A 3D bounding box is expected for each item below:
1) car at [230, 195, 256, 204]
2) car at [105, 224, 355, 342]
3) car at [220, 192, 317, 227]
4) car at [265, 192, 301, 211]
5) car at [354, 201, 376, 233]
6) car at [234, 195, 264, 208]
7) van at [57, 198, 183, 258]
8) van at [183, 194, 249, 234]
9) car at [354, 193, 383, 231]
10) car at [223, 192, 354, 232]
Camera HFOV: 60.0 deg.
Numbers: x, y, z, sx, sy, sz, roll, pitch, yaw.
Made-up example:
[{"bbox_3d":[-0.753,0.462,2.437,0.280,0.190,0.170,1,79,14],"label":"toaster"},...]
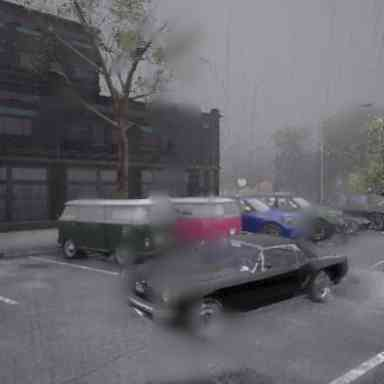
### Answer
[{"bbox_3d":[9.144,1.260,60.050,1.837,1.490,4.892,0,0,-34],"label":"car"},{"bbox_3d":[0.965,1.572,6.540,4.718,1.301,1.895,0,0,-35],"label":"car"},{"bbox_3d":[2.183,1.170,14.631,5.566,2.045,2.435,-1,-1,34],"label":"car"},{"bbox_3d":[11.116,1.031,40.323,2.435,2.045,5.566,0,1,36],"label":"car"},{"bbox_3d":[7.003,1.414,18.082,4.792,1.488,2.163,-1,-1,34],"label":"car"},{"bbox_3d":[7.856,1.275,45.475,1.946,1.575,5.366,-1,1,36],"label":"car"},{"bbox_3d":[-2.755,1.236,11.262,4.442,1.987,1.878,-1,0,34],"label":"van"},{"bbox_3d":[-0.347,1.217,12.983,4.442,1.987,1.878,-1,0,34],"label":"van"},{"bbox_3d":[9.351,1.115,19.811,5.566,2.045,2.435,-1,0,35],"label":"car"},{"bbox_3d":[4.591,1.152,16.352,5.566,2.045,2.435,-1,-1,34],"label":"car"}]
